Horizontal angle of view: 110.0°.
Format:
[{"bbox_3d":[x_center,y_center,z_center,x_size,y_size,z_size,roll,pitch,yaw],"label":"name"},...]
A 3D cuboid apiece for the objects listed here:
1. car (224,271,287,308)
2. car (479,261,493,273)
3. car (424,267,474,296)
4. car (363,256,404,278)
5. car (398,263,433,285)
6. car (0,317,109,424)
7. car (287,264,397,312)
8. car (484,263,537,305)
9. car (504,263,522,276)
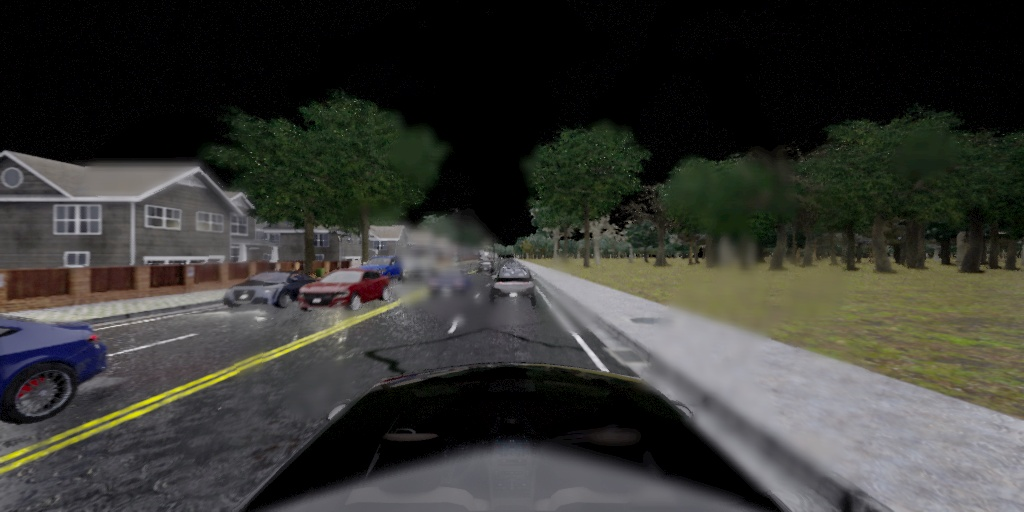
[{"bbox_3d":[-9.817,1.340,15.146,1.994,1.385,4.181,0,0,-1],"label":"car"},{"bbox_3d":[-3.177,1.366,45.612,1.812,1.442,4.674,0,0,0],"label":"car"},{"bbox_3d":[-3.162,1.387,19.580,1.895,1.301,4.718,0,0,0],"label":"car"},{"bbox_3d":[-9.803,1.019,27.321,2.150,2.045,5.566,0,0,0],"label":"car"},{"bbox_3d":[-6.557,1.364,26.528,1.994,1.385,4.181,0,0,1],"label":"car"},{"bbox_3d":[-6.569,1.278,3.073,1.812,1.442,4.674,0,0,0],"label":"car"},{"bbox_3d":[-6.567,1.253,14.603,1.882,1.535,5.008,0,0,0],"label":"car"},{"bbox_3d":[0.091,1.272,16.173,2.128,1.511,4.902,0,0,0],"label":"car"},{"bbox_3d":[0.074,1.429,39.411,1.895,1.301,4.718,0,0,0],"label":"car"}]
